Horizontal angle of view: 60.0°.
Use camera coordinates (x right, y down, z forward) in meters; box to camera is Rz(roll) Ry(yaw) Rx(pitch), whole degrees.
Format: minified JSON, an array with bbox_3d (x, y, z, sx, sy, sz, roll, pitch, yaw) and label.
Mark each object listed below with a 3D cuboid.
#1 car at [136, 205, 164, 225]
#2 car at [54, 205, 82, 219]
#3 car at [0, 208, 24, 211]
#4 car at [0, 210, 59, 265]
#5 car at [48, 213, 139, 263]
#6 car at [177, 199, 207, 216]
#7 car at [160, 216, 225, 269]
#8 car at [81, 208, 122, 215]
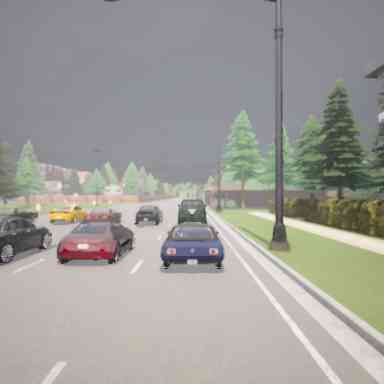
[{"bbox_3d":[-3.457,1.843,27.362,1.837,1.490,4.892,0,0,1],"label":"car"},{"bbox_3d":[-10.447,1.828,28.521,1.882,1.535,5.008,0,0,1],"label":"car"},{"bbox_3d":[-14.294,1.929,26.726,1.895,1.301,4.718,0,-1,1],"label":"car"},{"bbox_3d":[-6.957,1.659,12.361,1.837,1.490,4.892,0,0,1],"label":"car"},{"bbox_3d":[-3.454,1.721,12.621,1.994,1.385,4.181,0,-1,1],"label":"car"},{"bbox_3d":[0.029,1.546,26.151,2.150,2.045,5.566,0,0,0],"label":"car"},{"bbox_3d":[0.036,1.746,11.727,1.895,1.301,4.718,0,-1,1],"label":"car"},{"bbox_3d":[-6.964,1.930,26.716,1.895,1.301,4.718,0,-1,1],"label":"car"}]
